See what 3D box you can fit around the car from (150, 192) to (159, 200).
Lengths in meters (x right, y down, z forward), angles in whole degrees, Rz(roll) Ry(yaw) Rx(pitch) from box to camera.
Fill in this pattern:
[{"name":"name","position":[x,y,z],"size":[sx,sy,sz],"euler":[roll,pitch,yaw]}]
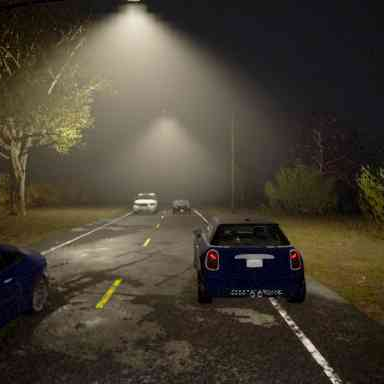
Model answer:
[{"name":"car","position":[-9.417,0.995,82.764],"size":[2.150,2.045,5.566],"euler":[0,0,-8]}]

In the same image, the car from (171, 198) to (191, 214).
[{"name":"car","position":[-1.109,1.547,35.070],"size":[1.895,1.301,4.718],"euler":[0,0,-3]}]

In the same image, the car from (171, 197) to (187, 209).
[{"name":"car","position":[-1.843,1.484,45.335],"size":[1.994,1.385,4.181],"euler":[0,0,-5]}]

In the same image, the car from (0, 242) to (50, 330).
[{"name":"car","position":[-3.666,1.523,4.801],"size":[1.812,1.442,4.674],"euler":[0,0,-1]}]

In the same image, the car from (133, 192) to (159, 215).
[{"name":"car","position":[-4.634,1.171,33.885],"size":[2.150,2.045,5.566],"euler":[0,0,-3]}]

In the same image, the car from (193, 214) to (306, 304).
[{"name":"car","position":[1.129,1.346,8.337],"size":[2.097,1.767,4.553],"euler":[0,0,-1]}]
